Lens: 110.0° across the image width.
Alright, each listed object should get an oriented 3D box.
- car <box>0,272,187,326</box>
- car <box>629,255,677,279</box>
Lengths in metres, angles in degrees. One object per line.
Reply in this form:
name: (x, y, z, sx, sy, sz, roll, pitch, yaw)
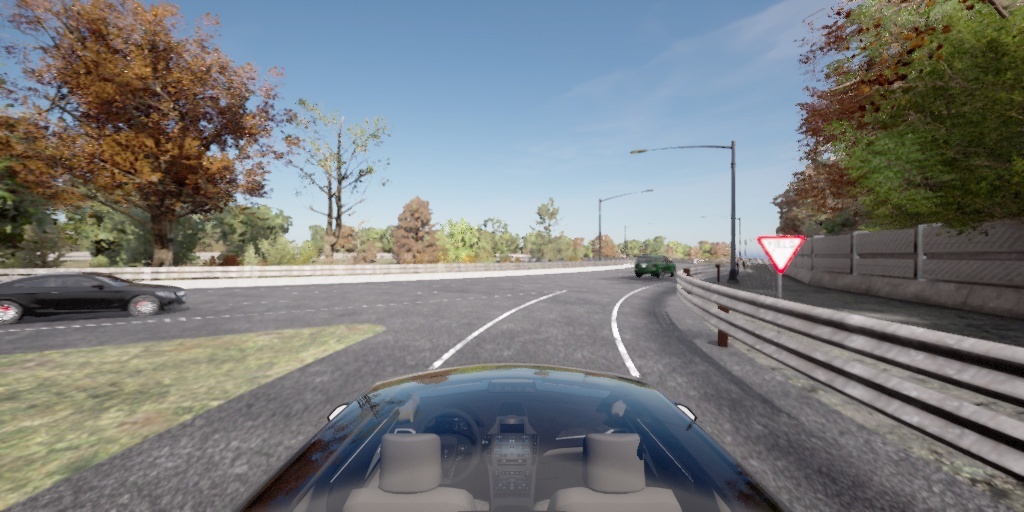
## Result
car: (-13.423, 1.220, 11.324, 4.674, 1.442, 1.812, 0, 0, -30)
car: (13.040, 0.959, 32.508, 2.150, 2.045, 5.566, 0, 0, 43)
